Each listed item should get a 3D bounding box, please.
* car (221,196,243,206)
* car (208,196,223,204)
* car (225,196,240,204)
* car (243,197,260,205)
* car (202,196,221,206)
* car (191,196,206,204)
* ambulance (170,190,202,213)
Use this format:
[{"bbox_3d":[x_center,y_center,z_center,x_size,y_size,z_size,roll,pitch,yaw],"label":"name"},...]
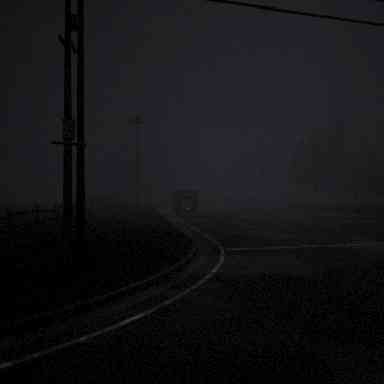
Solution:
[{"bbox_3d":[6.467,1.547,56.433,2.033,1.411,5.357,0,0,-10],"label":"car"},{"bbox_3d":[4.709,1.505,66.827,1.837,1.490,4.892,0,0,-10],"label":"car"},{"bbox_3d":[8.160,1.526,67.410,1.812,1.442,4.674,0,0,-10],"label":"car"},{"bbox_3d":[9.918,1.547,57.018,2.033,1.411,5.357,0,0,-10],"label":"car"},{"bbox_3d":[2.958,1.526,56.195,1.812,1.442,4.674,0,0,-10],"label":"car"},{"bbox_3d":[1.258,1.492,66.244,2.128,1.511,4.902,0,0,-10],"label":"car"},{"bbox_3d":[-0.949,1.031,37.305,2.351,2.431,6.366,0,0,-10],"label":"ambulance"}]
